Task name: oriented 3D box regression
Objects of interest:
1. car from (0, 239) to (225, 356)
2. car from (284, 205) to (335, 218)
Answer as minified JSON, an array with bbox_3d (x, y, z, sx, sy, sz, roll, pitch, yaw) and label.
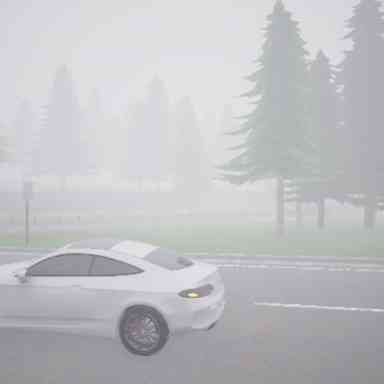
[{"bbox_3d":[-1.783,1.558,5.697,4.674,1.442,1.812,0,0,11],"label":"car"},{"bbox_3d":[10.850,1.645,30.931,5.357,1.411,2.033,0,0,-28],"label":"car"}]
